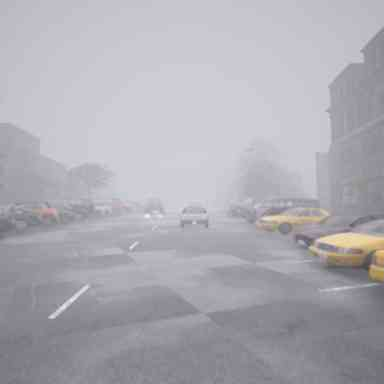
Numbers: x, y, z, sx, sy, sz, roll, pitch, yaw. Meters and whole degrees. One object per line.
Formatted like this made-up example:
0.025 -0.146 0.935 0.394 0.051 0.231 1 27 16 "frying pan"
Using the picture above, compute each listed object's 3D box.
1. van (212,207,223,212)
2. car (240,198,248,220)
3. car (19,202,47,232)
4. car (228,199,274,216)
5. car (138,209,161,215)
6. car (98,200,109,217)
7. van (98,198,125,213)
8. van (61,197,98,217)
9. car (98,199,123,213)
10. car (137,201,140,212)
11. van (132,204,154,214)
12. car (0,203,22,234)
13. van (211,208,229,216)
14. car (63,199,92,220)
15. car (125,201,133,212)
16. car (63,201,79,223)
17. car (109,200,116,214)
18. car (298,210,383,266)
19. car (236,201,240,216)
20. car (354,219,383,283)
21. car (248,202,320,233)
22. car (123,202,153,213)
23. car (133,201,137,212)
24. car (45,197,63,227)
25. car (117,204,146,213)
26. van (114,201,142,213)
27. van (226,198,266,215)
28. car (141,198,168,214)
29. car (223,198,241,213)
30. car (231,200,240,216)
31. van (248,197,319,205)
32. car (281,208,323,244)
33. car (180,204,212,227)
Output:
7.302 5.013 86.062 4.442 1.987 1.878 3 -5 -19 "van"
6.452 1.513 25.380 4.553 1.767 2.185 1 -1 -19 "car"
-11.363 1.546 19.316 4.892 1.521 2.231 -1 0 -20 "car"
6.615 1.735 37.367 4.553 1.767 2.185 1 -1 -19 "car"
-10.637 5.008 83.610 5.366 1.575 1.946 1 -5 -19 "car"
-11.268 1.814 33.983 4.674 1.452 2.002 0 -1 -19 "car"
-11.288 1.772 42.741 4.442 1.987 1.878 0 -2 -19 "van"
-11.401 1.491 31.013 4.442 1.987 1.878 0 -1 -20 "van"
-11.179 1.938 39.854 4.792 1.488 2.163 0 -2 -19 "car"
-11.235 2.379 51.479 5.366 1.575 1.946 0 -3 -19 "car"
-10.605 3.733 72.054 4.442 1.987 1.878 1 -6 -19 "van"
-11.377 1.516 16.378 4.892 1.521 2.231 -1 0 -20 "car"
7.585 5.291 89.076 4.442 1.987 1.878 3 -6 -19 "van"
-11.320 1.664 28.115 5.008 1.535 2.097 0 -1 -20 "car"
-11.147 2.106 45.701 5.008 1.535 2.097 0 -2 -19 "car"
-11.307 1.648 25.197 4.792 1.488 2.163 -1 -1 -20 "car"
-11.241 1.878 36.921 4.674 1.452 2.002 0 -2 -19 "car"
6.237 1.496 10.359 5.366 1.575 1.946 1 0 -20 "car"
6.498 1.725 28.377 4.674 1.452 2.002 1 -1 -19 "car"
6.577 1.494 7.494 5.366 1.575 1.946 1 0 -20 "car"
6.272 1.560 19.332 5.366 1.575 1.946 1 0 -20 "car"
-10.802 3.178 66.176 5.566 2.045 2.435 1 -5 -19 "car"
-11.108 2.235 48.625 4.892 1.521 2.231 0 -3 -19 "car"
-11.323 1.452 22.256 4.553 1.767 2.185 -1 -1 -20 "car"
-10.918 2.949 60.297 4.892 1.521 2.231 1 -4 -19 "car"
-11.086 2.514 57.358 4.442 1.987 1.878 0 -3 -19 "van"
6.503 1.707 40.312 4.442 1.987 1.878 1 -2 -19 "van"
-4.794 1.752 43.070 2.150 2.045 5.566 0 -2 1 "car"
6.535 1.544 34.350 5.566 2.045 2.435 1 -1 -19 "car"
6.554 1.767 31.382 4.792 1.488 2.163 1 -1 -19 "car"
6.356 1.370 22.351 4.442 1.987 1.878 1 -1 -20 "van"
6.392 1.547 13.401 4.792 1.488 2.163 1 0 -20 "car"
0.177 1.721 23.701 1.895 1.301 4.718 0 -1 0 "car"
